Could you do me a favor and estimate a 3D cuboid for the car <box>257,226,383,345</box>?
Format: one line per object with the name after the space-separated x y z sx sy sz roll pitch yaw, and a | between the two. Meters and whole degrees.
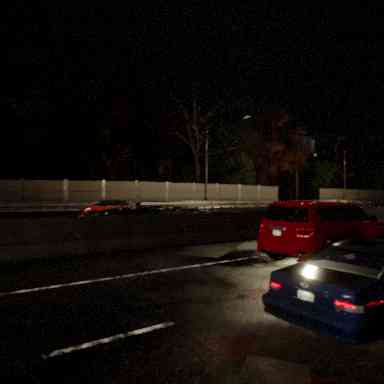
3.735 1.612 6.415 5.357 1.411 2.033 1 0 -35 | car

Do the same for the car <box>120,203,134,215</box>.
-2.602 1.677 23.632 4.181 1.385 1.994 1 0 -35 | car

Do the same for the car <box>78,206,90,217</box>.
-7.418 1.456 28.796 4.553 1.767 2.097 1 0 -35 | car

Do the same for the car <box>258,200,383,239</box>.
4.696 1.323 11.397 5.566 2.045 2.150 1 0 -36 | car

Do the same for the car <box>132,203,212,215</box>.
-0.870 1.601 20.569 4.902 1.511 2.128 1 0 -35 | car

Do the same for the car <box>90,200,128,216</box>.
-5.060 1.599 26.178 4.902 1.511 2.128 1 0 -35 | car

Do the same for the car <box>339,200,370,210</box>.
25.522 2.059 52.235 5.357 1.411 2.033 1 0 -35 | car
